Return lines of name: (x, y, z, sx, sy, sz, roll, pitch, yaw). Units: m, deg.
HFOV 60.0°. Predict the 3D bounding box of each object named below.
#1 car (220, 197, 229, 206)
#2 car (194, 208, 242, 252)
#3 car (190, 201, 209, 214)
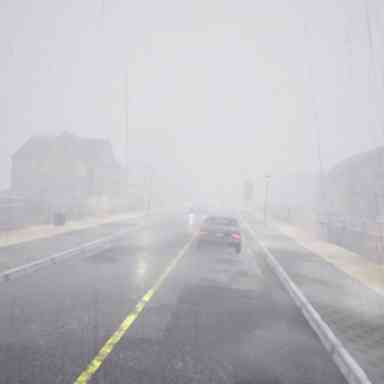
car: (8.248, 2.328, 84.366, 2.150, 2.045, 5.566, 4, 0, 6)
car: (1.305, 1.738, 15.270, 2.033, 1.411, 5.357, 4, 0, 6)
car: (0.968, 1.846, 39.418, 1.812, 1.442, 4.674, 4, 0, 6)
